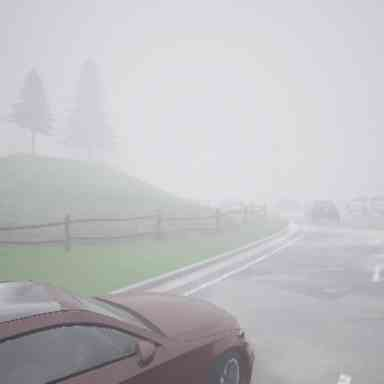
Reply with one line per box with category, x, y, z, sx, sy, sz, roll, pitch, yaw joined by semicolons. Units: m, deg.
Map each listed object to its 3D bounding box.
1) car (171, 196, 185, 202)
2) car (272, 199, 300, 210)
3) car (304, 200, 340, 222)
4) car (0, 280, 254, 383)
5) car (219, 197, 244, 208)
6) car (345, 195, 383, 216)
car;-3.728;1.858;87.972;2.128;1.511;4.902;0;0;-40
car;12.988;1.692;46.283;2.128;1.511;4.902;1;0;-17
car;10.693;1.476;27.674;2.097;1.767;4.553;0;0;11
car;-1.378;1.534;2.794;4.674;1.442;1.812;0;1;-45
car;6.211;1.567;53.142;2.097;1.767;4.553;0;0;-28
car;18.371;1.389;35.043;2.150;2.045;5.566;1;0;-2
